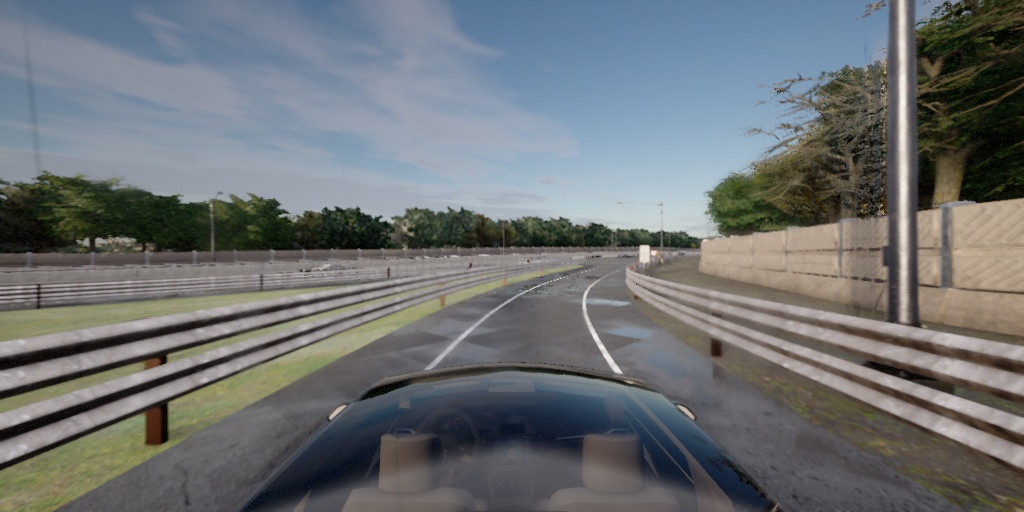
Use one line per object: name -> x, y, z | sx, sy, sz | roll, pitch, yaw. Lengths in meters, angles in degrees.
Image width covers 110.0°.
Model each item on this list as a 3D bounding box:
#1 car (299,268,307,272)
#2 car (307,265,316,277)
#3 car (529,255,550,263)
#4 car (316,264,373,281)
car -> -21.855, 1.609, 41.699 | 1.895, 1.301, 4.718 | 1, 2, 44
car -> -19.339, 1.569, 39.265 | 1.812, 1.442, 4.674 | 1, 2, 44
car -> 4.694, 0.689, 59.462 | 2.128, 1.511, 4.902 | 1, 2, 44
car -> -16.802, 1.600, 36.854 | 2.128, 1.511, 4.902 | 1, 2, 44
